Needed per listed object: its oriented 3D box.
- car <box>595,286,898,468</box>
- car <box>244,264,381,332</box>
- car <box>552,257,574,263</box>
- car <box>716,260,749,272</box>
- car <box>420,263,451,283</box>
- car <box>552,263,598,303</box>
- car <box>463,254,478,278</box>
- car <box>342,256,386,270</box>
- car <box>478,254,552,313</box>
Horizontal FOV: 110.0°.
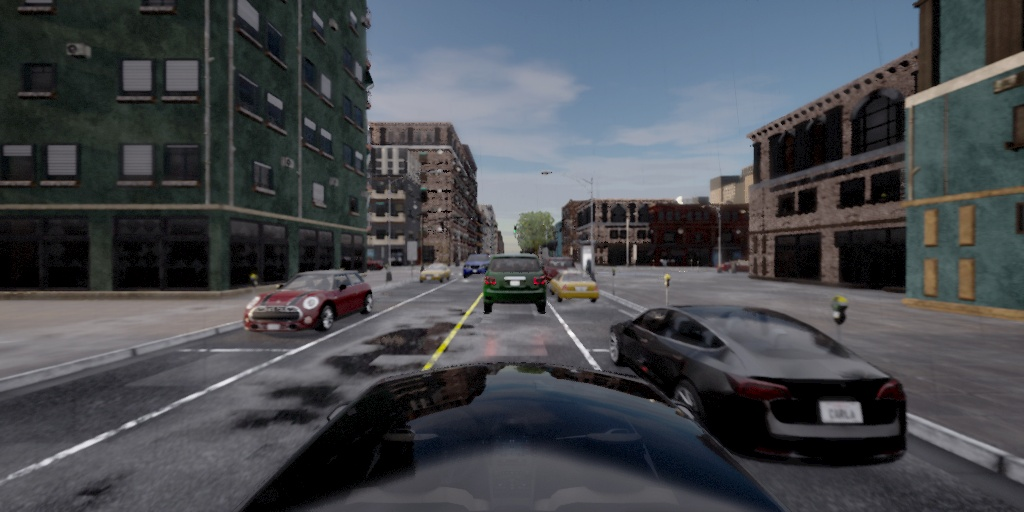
[{"bbox_3d":[2.689,1.304,5.010,1.948,1.339,4.313,0,0,0],"label":"car"},{"bbox_3d":[-5.691,1.159,10.549,1.967,1.591,4.097,0,0,0],"label":"car"},{"bbox_3d":[2.688,0.996,21.629,2.192,1.841,5.009,0,0,0],"label":"car"},{"bbox_3d":[26.144,1.281,41.657,4.507,1.381,1.888,0,0,0],"label":"car"},{"bbox_3d":[-5.694,1.187,26.998,1.751,1.417,4.829,0,0,0],"label":"car"},{"bbox_3d":[2.689,1.226,16.259,1.751,1.417,4.829,0,0,0],"label":"car"},{"bbox_3d":[-3.018,0.871,32.047,2.150,2.045,5.566,0,0,0],"label":"car"},{"bbox_3d":[-17.280,0.877,41.398,5.009,1.841,2.192,0,0,0],"label":"car"},{"bbox_3d":[0.101,0.930,13.954,2.150,2.045,5.566,0,0,0],"label":"car"}]
